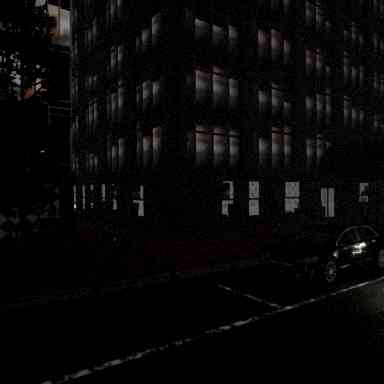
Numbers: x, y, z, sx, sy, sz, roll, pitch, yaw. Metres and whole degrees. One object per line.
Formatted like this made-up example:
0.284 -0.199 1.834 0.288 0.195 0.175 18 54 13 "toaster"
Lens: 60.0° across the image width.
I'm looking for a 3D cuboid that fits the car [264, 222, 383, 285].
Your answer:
3.926 1.549 9.396 4.403 1.369 2.008 0 -1 -36 "car"
